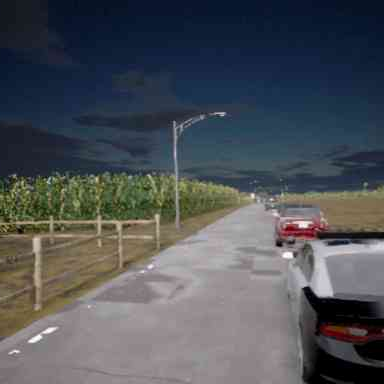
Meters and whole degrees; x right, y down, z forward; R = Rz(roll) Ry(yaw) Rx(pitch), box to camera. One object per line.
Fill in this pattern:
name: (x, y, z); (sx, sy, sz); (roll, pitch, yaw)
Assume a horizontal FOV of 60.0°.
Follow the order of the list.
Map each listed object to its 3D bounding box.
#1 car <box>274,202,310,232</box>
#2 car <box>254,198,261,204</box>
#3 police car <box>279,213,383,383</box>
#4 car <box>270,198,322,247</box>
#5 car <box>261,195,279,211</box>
car: (6.101, 1.471, 20.765); (1.837, 1.490, 4.892); (-2, 0, 13)
car: (16.526, 2.122, 81.996); (2.128, 1.511, 4.902); (-2, -1, 13)
police car: (2.538, 1.386, 5.275); (1.930, 1.638, 5.238); (-2, 0, 13)
car: (4.744, 1.314, 14.887); (2.097, 1.767, 4.553); (-2, 0, 13)
car: (10.214, 1.554, 42.260); (2.128, 1.511, 4.902); (-2, -1, 13)
